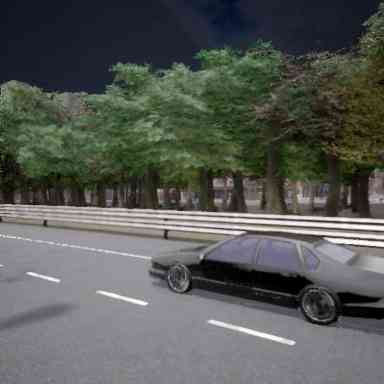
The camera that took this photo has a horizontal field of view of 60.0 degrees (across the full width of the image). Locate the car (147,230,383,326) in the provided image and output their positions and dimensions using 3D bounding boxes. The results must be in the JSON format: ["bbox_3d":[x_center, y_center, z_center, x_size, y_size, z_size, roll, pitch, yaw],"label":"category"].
[{"bbox_3d":[1.552,1.550,7.067,5.357,1.411,2.033,0,0,35],"label":"car"}]
